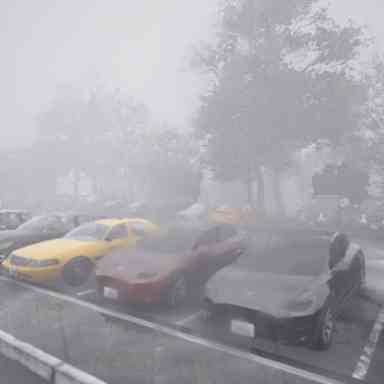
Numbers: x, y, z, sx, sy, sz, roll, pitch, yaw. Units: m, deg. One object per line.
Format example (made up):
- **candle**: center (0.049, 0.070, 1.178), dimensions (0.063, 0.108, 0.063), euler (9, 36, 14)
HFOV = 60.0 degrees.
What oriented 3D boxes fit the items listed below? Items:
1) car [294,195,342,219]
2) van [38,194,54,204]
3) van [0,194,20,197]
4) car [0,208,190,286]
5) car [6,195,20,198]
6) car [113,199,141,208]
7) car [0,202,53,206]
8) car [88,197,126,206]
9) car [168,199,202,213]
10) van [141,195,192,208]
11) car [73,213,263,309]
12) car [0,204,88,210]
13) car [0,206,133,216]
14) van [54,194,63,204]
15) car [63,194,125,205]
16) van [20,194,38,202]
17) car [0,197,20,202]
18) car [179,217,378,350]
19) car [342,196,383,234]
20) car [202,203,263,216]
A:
- **car**: center (7.557, 1.224, 18.829), dimensions (2.435, 2.045, 5.566), euler (0, 0, 36)
- **van**: center (-12.610, 1.178, 33.491), dimensions (1.878, 1.987, 4.442), euler (0, 0, 36)
- **van**: center (-19.483, 1.225, 38.140), dimensions (1.878, 1.987, 4.442), euler (-1, -1, 36)
- **car**: center (-2.495, 1.467, 9.751), dimensions (1.946, 1.575, 5.366), euler (0, 0, 36)
- **car**: center (-17.160, 1.414, 36.621), dimensions (2.097, 1.535, 5.008), euler (-1, -1, 36)
- **car**: center (-3.679, 1.476, 26.931), dimensions (2.002, 1.452, 4.674), euler (0, 0, 36)
- **car**: center (-9.259, 1.443, 14.609), dimensions (1.946, 1.575, 5.366), euler (0, 0, 36)
- **car**: center (-5.932, 1.427, 28.544), dimensions (2.097, 1.535, 5.008), euler (0, 0, 36)
- **car**: center (0.722, 1.491, 23.776), dimensions (2.002, 1.452, 4.674), euler (0, 0, 36)
- **van**: center (-1.462, 1.217, 25.484), dimensions (1.878, 1.987, 4.442), euler (0, 0, 36)
- **car**: center (-0.149, 1.508, 8.258), dimensions (2.163, 1.488, 4.792), euler (0, 0, 36)
- **car**: center (-6.900, 1.455, 13.135), dimensions (2.231, 1.521, 4.892), euler (0, 0, 36)
- **car**: center (-4.637, 1.463, 11.526), dimensions (2.231, 1.521, 4.892), euler (0, 0, 36)
- **van**: center (-10.462, 1.185, 31.948), dimensions (1.878, 1.987, 4.442), euler (0, 0, 36)
- **car**: center (-8.296, 1.168, 30.214), dimensions (2.435, 2.045, 5.566), euler (0, 0, 36)
- **van**: center (-15.104, 1.169, 34.995), dimensions (1.878, 1.987, 4.442), euler (0, 0, 36)
- **car**: center (-11.424, 1.313, 16.353), dimensions (2.185, 1.767, 4.553), euler (0, 0, 36)
- **car**: center (2.106, 1.516, 6.639), dimensions (2.163, 1.488, 4.792), euler (0, 0, 36)
- **car**: center (9.807, 1.232, 17.213), dimensions (2.435, 2.045, 5.566), euler (0, 0, 36)
- **car**: center (3.068, 1.459, 22.081), dimensions (2.097, 1.535, 5.008), euler (0, 0, 36)
